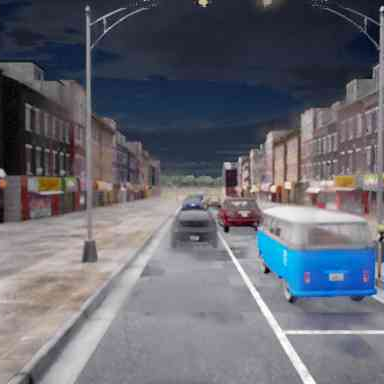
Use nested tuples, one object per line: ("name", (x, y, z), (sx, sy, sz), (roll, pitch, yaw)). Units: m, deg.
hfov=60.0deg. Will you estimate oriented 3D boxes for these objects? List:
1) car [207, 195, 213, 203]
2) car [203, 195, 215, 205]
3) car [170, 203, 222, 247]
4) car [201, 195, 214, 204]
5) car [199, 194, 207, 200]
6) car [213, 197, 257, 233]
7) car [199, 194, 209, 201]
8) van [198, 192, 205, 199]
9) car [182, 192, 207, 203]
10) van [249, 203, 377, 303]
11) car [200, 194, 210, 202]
("car", (2.624, 1.378, 41.080), (1.802, 1.307, 4.206), (-1, 0, 0))
("car", (2.624, 1.266, 52.314), (1.752, 1.417, 4.829), (-1, 0, 0))
("car", (0.100, 1.431, 14.559), (1.837, 1.490, 4.892), (0, 0, 0))
("car", (2.625, 1.266, 57.677), (2.008, 1.369, 4.403), (-1, 0, 0))
("car", (2.627, 1.193, 79.807), (1.802, 1.307, 4.206), (-1, 0, 0))
("car", (2.616, 1.220, 18.949), (2.192, 1.841, 5.009), (-1, 0, 0))
("car", (2.627, 1.203, 74.274), (1.947, 1.339, 4.313), (-1, 0, 0))
("van", (2.623, 0.900, 90.870), (1.690, 1.788, 3.998), (-1, 0, 0))
("car", (0.101, 1.193, 31.773), (2.097, 1.767, 4.553), (0, 0, 0))
("van", (2.616, 1.301, 7.884), (1.690, 1.788, 3.998), (-1, 0, 0))
("car", (2.626, 1.229, 68.742), (1.947, 1.339, 4.313), (-1, 0, 0))
